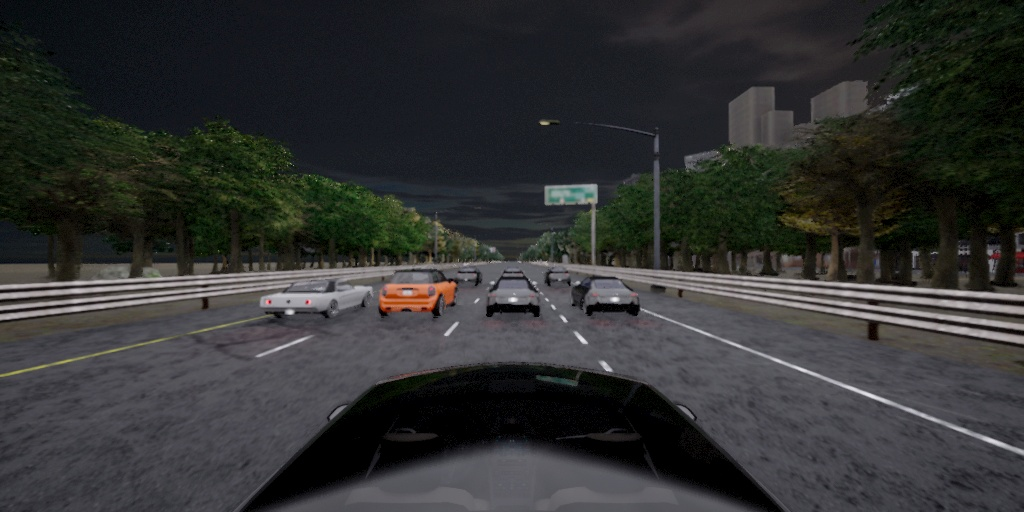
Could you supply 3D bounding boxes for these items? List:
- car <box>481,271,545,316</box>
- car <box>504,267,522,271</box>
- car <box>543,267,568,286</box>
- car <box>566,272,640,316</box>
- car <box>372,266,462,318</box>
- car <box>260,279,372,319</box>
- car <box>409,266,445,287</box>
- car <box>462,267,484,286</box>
[{"bbox_3d":[0.059,1.481,14.173,1.994,1.385,4.181,0,-1,1],"label":"car"},{"bbox_3d":[0.091,1.598,29.066,2.128,1.511,4.902,0,-1,1],"label":"car"},{"bbox_3d":[3.590,1.598,29.053,2.128,1.511,4.902,0,-1,1],"label":"car"},{"bbox_3d":[3.560,1.483,14.337,1.994,1.385,4.181,0,-1,1],"label":"car"},{"bbox_3d":[-3.443,1.265,14.005,2.097,1.767,4.553,0,-1,0],"label":"car"},{"bbox_3d":[-6.950,1.507,13.483,1.895,1.301,4.718,0,-1,1],"label":"car"},{"bbox_3d":[-6.903,1.639,29.721,1.812,1.442,4.674,0,0,1],"label":"car"},{"bbox_3d":[-3.409,1.597,29.073,2.128,1.511,4.902,0,-1,1],"label":"car"}]
